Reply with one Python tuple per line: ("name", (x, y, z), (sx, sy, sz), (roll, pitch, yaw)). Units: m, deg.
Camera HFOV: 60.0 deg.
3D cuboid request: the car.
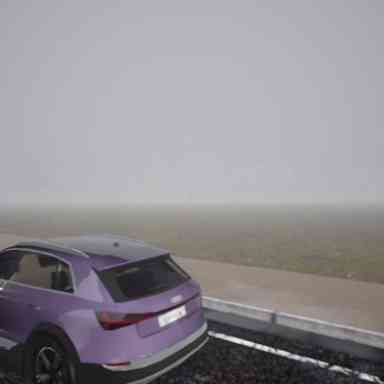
("car", (-2.055, 1.466, 5.019), (4.856, 1.649, 2.033), (-1, 0, 35))
